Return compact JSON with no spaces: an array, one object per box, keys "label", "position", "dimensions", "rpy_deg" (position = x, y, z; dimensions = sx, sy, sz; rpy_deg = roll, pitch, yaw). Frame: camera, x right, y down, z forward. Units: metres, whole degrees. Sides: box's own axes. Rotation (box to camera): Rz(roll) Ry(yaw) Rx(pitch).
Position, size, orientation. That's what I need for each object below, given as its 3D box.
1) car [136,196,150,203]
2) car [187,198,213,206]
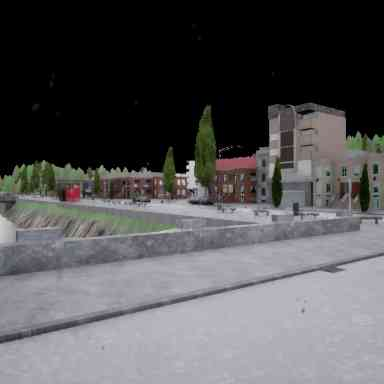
[{"label":"car","position":[-10.357,1.561,68.882],"dimensions":[1.994,1.385,4.181],"rpy_deg":[0,0,-35]},{"label":"car","position":[1.221,1.601,52.647],"dimensions":[1.895,1.301,4.718],"rpy_deg":[0,0,-35]}]
